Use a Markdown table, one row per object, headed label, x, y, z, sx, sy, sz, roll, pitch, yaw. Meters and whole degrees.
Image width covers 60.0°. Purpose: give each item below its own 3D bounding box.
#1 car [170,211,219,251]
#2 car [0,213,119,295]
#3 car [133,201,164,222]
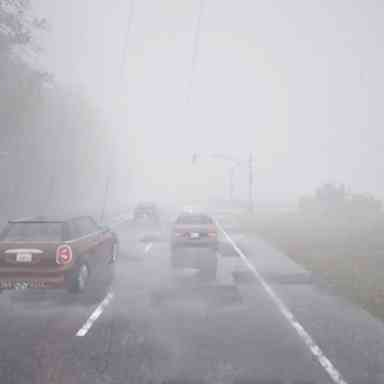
| label | x | y | z | sx | sy | sz | roll | pitch | yaw |
| --- | --- | --- | --- | --- | --- | --- | --- | --- | --- |
| car | 0.102 | 1.519 | 13.890 | 2.033 | 1.411 | 5.357 | 0 | 0 | 0 |
| car | -3.398 | 1.335 | 8.863 | 2.097 | 1.767 | 4.553 | 0 | 0 | 0 |
| car | -3.399 | 1.449 | 26.174 | 1.837 | 1.490 | 4.892 | 0 | 0 | 0 |
